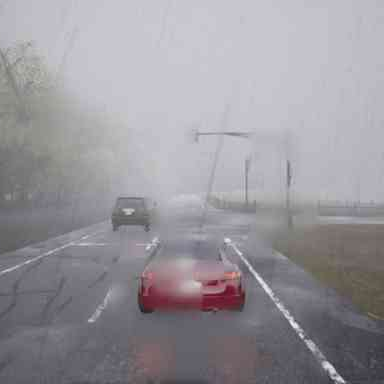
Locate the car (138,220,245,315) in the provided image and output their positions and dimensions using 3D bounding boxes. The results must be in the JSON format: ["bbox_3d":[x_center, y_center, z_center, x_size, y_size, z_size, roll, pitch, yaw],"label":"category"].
[{"bbox_3d":[-0.007,1.565,7.640,1.994,1.385,4.181,0,0,0],"label":"car"}]

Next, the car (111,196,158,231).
[{"bbox_3d":[-3.441,1.226,20.751,2.150,2.045,5.566,0,0,0],"label":"car"}]
